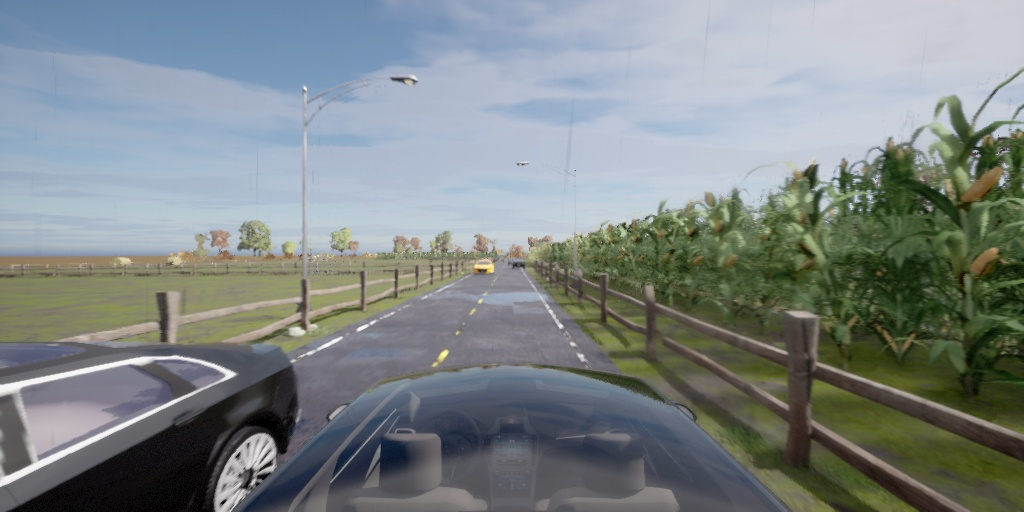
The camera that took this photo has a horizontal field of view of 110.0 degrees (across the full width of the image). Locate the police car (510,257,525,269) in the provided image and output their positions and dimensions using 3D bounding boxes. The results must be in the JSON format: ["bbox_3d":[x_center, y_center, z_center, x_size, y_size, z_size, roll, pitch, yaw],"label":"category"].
[{"bbox_3d":[0.973,1.076,53.109,1.930,1.638,5.238,0,0,0],"label":"police car"}]

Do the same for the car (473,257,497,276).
[{"bbox_3d":[-2.834,1.158,36.782,1.882,1.535,5.008,0,0,0],"label":"car"}]

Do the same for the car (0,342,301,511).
[{"bbox_3d":[-2.839,1.243,1.249,2.128,1.511,4.902,0,0,0],"label":"car"}]
